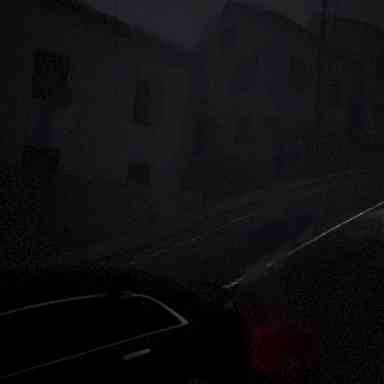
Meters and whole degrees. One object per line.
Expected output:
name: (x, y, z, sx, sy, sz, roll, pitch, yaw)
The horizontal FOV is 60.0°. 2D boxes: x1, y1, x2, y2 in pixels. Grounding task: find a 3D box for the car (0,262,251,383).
car: (-1.680, 1.505, 2.844, 4.892, 1.490, 1.837, 0, 0, -33)
